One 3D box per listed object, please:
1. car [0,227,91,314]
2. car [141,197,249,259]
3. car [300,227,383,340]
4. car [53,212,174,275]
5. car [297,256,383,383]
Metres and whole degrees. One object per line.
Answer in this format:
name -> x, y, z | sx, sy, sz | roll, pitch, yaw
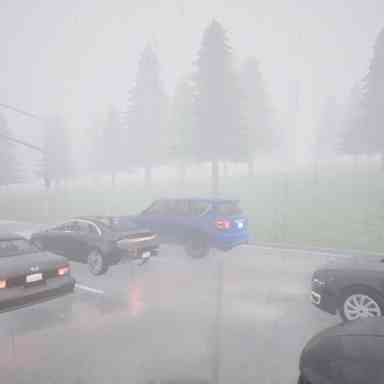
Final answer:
car -> -4.807, 1.547, 7.285 | 5.357, 1.411, 2.033 | 0, 0, 36
car -> -0.540, 1.221, 12.837 | 5.566, 2.045, 2.150 | 0, 0, 35
car -> 4.409, 1.505, 5.146 | 4.892, 1.490, 1.837 | 0, 0, 35
car -> -3.211, 1.492, 10.451 | 4.902, 1.511, 2.128 | 0, 0, 36
car -> 3.122, 1.478, 1.764 | 5.008, 1.535, 1.882 | 0, 0, 35
